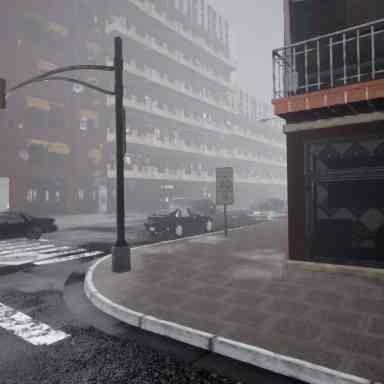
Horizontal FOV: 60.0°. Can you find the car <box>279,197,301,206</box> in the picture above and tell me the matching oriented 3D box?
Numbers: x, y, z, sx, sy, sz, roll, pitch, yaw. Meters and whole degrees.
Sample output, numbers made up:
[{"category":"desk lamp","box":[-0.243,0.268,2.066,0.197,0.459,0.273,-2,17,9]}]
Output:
[{"category":"car","box":[15.673,1.495,52.971,1.752,1.417,4.829,-1,-1,36]}]

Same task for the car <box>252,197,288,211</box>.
[{"category":"car","box":[9.490,1.422,40.071,1.882,1.535,5.008,-1,-1,36]}]

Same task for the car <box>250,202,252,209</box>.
[{"category":"car","box":[9.284,1.430,44.053,1.967,1.590,4.097,-1,-1,36]}]

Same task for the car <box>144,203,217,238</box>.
[{"category":"car","box":[-0.524,1.435,16.821,2.008,1.369,4.403,-1,-1,36]}]

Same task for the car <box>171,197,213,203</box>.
[{"category":"car","box":[0.160,1.329,27.084,2.097,1.767,4.553,-1,-1,36]}]

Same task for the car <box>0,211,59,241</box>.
[{"category":"car","box":[-8.712,1.562,14.687,2.033,1.411,5.357,-1,-1,36]}]

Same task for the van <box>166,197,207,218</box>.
[{"category":"van","box":[-0.448,1.365,30.466,1.690,1.788,3.998,-1,-1,36]}]
